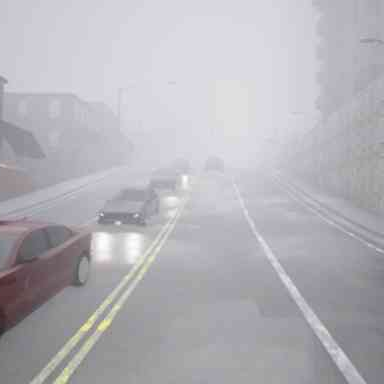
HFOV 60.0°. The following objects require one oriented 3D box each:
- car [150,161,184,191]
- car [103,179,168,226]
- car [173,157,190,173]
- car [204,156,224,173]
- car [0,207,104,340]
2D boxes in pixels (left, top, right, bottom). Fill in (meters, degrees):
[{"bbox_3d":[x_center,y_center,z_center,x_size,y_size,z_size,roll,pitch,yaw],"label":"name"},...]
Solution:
[{"bbox_3d":[-1.989,-1.143,25.338,1.882,1.535,5.008,1,10,4],"label":"car"},{"bbox_3d":[-2.667,0.499,15.494,2.033,1.411,5.357,1,7,4],"label":"car"},{"bbox_3d":[-1.255,-2.911,35.552,1.837,1.490,4.892,1,10,4],"label":"car"},{"bbox_3d":[2.461,-3.192,36.441,2.097,1.767,4.553,1,9,4],"label":"car"},{"bbox_3d":[-3.318,1.279,5.692,1.882,1.535,5.008,1,3,4],"label":"car"}]
